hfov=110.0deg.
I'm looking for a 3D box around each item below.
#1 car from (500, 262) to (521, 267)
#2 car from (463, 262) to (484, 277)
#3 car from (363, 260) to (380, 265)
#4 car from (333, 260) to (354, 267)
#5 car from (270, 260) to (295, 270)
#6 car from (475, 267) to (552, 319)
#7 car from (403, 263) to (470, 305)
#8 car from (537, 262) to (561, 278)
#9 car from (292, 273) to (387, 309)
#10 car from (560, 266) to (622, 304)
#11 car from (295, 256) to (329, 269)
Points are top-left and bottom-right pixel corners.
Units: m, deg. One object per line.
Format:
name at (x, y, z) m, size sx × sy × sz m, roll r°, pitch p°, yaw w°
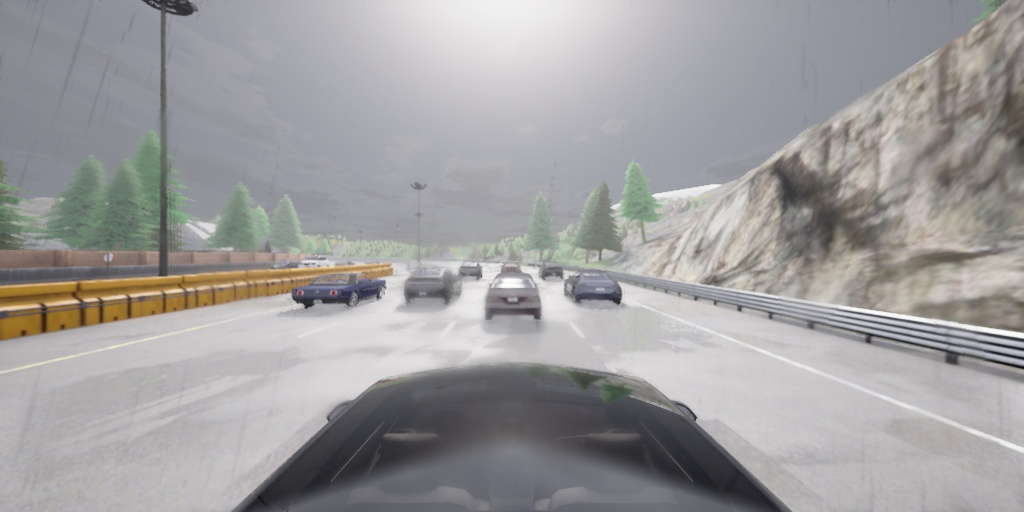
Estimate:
car at (-0.143, 1.282, 32.714) m, size 1.812 × 1.442 × 4.674 m, roll 0°, pitch 0°, yaw -2°
car at (-3.606, 1.249, 31.593) m, size 2.128 × 1.511 × 4.902 m, roll 0°, pitch 0°, yaw -2°
car at (-19.568, 1.286, 50.077) m, size 1.812 × 1.442 × 4.674 m, roll 0°, pitch 0°, yaw -9°
car at (-22.954, 1.286, 49.061) m, size 1.812 × 1.442 × 4.674 m, roll 0°, pitch 0°, yaw -9°
car at (-29.712, 1.250, 46.971) m, size 2.128 × 1.511 × 4.902 m, roll 0°, pitch 0°, yaw -8°
car at (0.056, 1.300, 12.764) m, size 2.033 × 1.411 × 5.357 m, roll 0°, pitch 0°, yaw 1°
car at (-3.415, 1.244, 16.217) m, size 2.128 × 1.511 × 4.902 m, roll 0°, pitch 0°, yaw 0°
car at (3.396, 1.263, 31.588) m, size 1.837 × 1.490 × 4.892 m, roll 0°, pitch 0°, yaw -2°
car at (-6.923, 1.354, 15.057) m, size 1.895 × 1.301 × 4.718 m, roll 0°, pitch 0°, yaw 0°
car at (3.587, 1.317, 16.489) m, size 1.994 × 1.385 × 4.181 m, roll 0°, pitch 0°, yaw 0°
car at (-26.287, 0.981, 47.848) m, size 2.150 × 2.045 × 5.566 m, roll 0°, pitch 0°, yaw -8°
